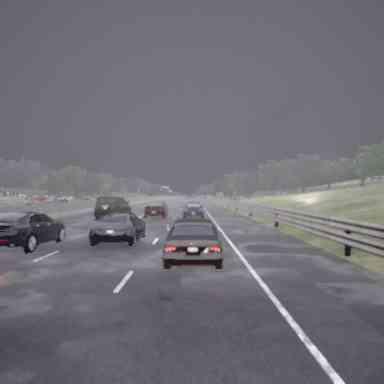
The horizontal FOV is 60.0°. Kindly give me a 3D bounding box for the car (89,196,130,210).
[{"bbox_3d":[-6.876,1.372,29.084,2.150,2.045,5.566,0,0,1],"label":"car"}]

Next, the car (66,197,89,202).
[{"bbox_3d":[-17.411,1.615,52.036,2.097,1.767,4.553,0,0,1],"label":"car"}]

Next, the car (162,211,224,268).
[{"bbox_3d":[0.051,1.608,11.457,2.033,1.411,5.357,0,0,1],"label":"car"}]

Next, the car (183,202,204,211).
[{"bbox_3d":[0.149,1.683,31.212,1.812,1.442,4.674,0,0,1],"label":"car"}]

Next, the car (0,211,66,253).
[{"bbox_3d":[-6.922,1.573,13.969,1.837,1.490,4.892,0,-2,0],"label":"car"}]

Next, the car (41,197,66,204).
[{"bbox_3d":[-20.906,1.810,51.906,2.033,1.411,5.357,0,0,1],"label":"car"}]

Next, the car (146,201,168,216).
[{"bbox_3d":[-3.348,1.639,31.850,1.882,1.535,5.008,0,0,1],"label":"car"}]

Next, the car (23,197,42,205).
[{"bbox_3d":[-24.403,1.616,52.043,2.097,1.767,4.553,0,0,1],"label":"car"}]

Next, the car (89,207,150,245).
[{"bbox_3d":[-3.411,1.646,15.907,1.994,1.385,4.181,0,0,0],"label":"car"}]
